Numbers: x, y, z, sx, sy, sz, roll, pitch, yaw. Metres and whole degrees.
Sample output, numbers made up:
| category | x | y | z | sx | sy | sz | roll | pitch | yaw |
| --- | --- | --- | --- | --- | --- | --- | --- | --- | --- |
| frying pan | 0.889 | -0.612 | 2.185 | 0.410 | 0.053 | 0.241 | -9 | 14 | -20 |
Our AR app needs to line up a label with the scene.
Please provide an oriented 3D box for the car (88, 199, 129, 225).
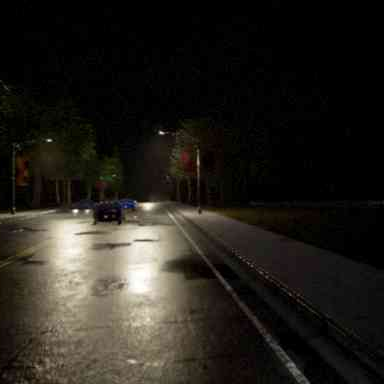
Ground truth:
| category | x | y | z | sx | sy | sz | roll | pitch | yaw |
| --- | --- | --- | --- | --- | --- | --- | --- | --- | --- |
| car | -5.974 | 1.499 | 24.395 | 1.882 | 1.535 | 5.008 | -1 | 0 | -7 |

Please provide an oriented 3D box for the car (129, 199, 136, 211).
| category | x | y | z | sx | sy | sz | roll | pitch | yaw |
| --- | --- | --- | --- | --- | --- | --- | --- | --- | --- |
| car | -7.964 | 1.550 | 41.000 | 1.882 | 1.535 | 5.008 | -1 | 0 | -7 |

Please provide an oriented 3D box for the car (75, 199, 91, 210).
| category | x | y | z | sx | sy | sz | roll | pitch | yaw |
| --- | --- | --- | --- | --- | --- | --- | --- | --- | --- |
| car | -15.464 | 1.696 | 48.092 | 1.882 | 1.535 | 5.008 | -1 | -1 | -7 |

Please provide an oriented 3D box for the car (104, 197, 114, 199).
| category | x | y | z | sx | sy | sz | roll | pitch | yaw |
| --- | --- | --- | --- | --- | --- | --- | --- | --- | --- |
| car | -12.296 | 1.581 | 48.994 | 2.097 | 1.767 | 4.553 | -1 | 0 | -7 |
